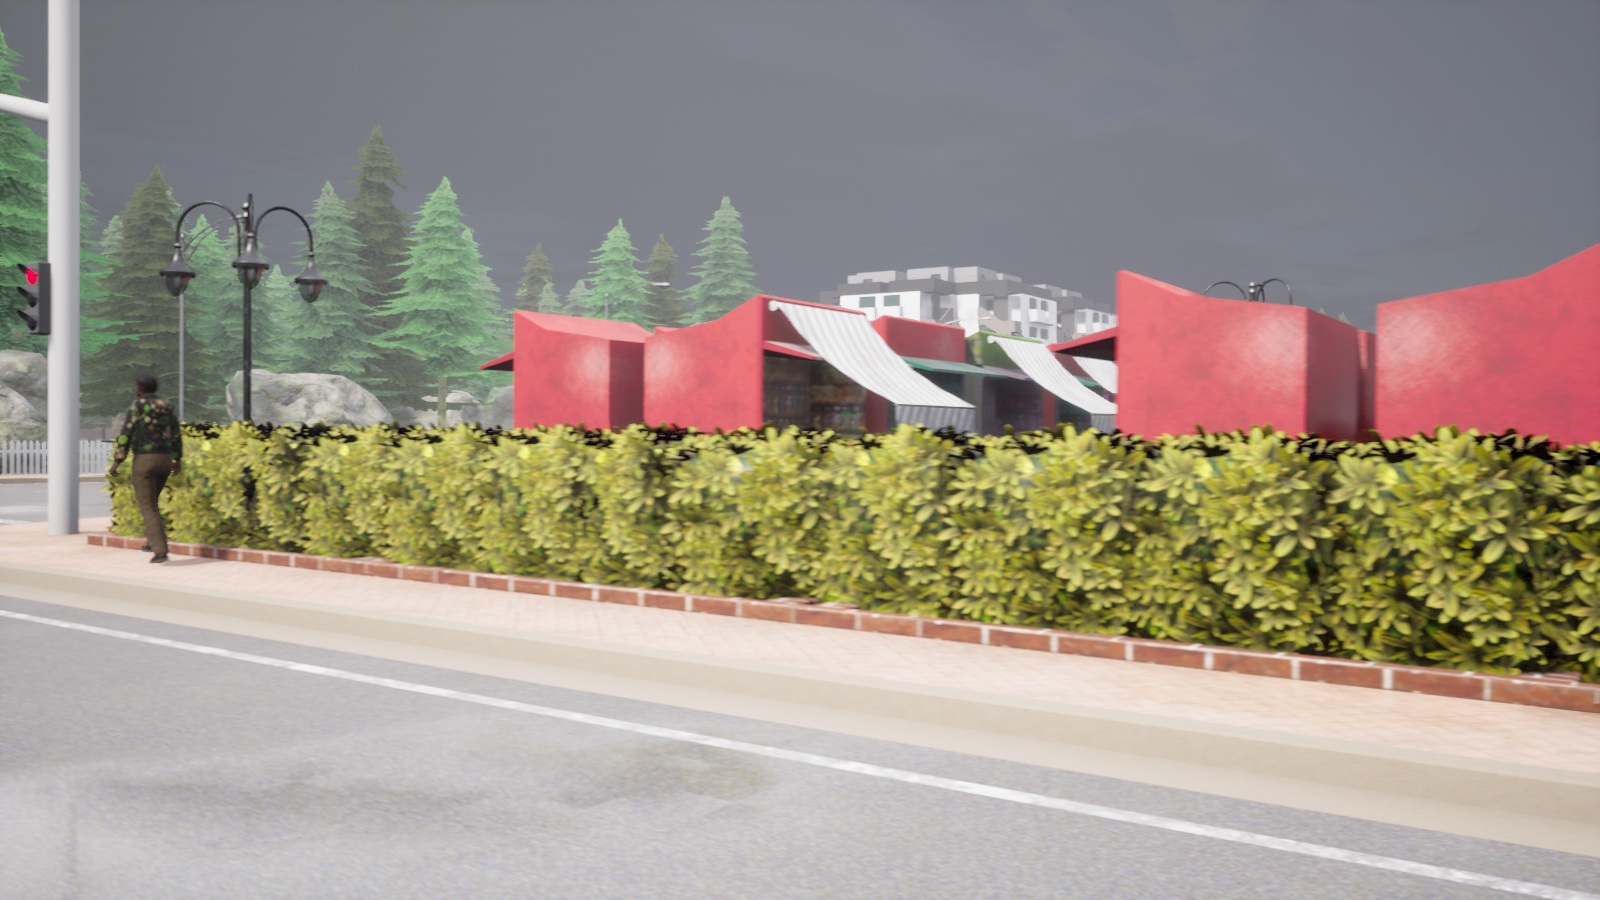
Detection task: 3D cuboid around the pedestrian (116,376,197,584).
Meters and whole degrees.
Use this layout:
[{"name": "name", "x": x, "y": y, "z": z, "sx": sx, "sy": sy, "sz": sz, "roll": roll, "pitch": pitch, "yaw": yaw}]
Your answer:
[{"name": "pedestrian", "x": -6.151, "y": 0.277, "z": 12.003, "sx": 0.692, "sy": 1.930, "sz": 0.395, "roll": 0, "pitch": 1, "yaw": 37}]
